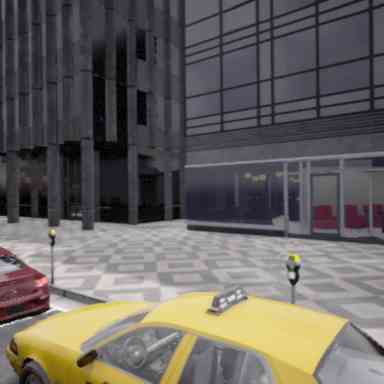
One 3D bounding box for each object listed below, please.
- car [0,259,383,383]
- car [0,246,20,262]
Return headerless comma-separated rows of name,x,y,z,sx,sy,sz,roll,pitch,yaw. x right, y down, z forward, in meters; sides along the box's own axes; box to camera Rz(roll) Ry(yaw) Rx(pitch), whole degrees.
car,0.098,1.528,2.973,4.829,1.417,1.752,-1,0,37
car,-4.317,1.644,6.264,4.206,1.307,1.802,-1,0,37
